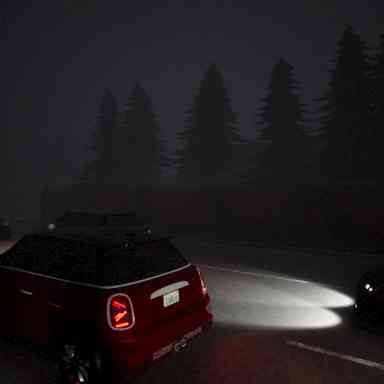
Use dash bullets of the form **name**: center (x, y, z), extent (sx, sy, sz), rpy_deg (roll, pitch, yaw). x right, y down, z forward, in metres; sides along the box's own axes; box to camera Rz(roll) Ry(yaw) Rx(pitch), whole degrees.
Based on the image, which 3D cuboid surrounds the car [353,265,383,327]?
- **car**: center (4.726, 1.564, 4.917), extent (4.181, 1.385, 1.994), rpy_deg (0, 0, 36)

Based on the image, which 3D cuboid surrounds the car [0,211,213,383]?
- **car**: center (-1.989, 1.352, 5.404), extent (4.553, 1.767, 2.097), rpy_deg (0, 0, 35)

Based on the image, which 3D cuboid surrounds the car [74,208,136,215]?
- **car**: center (-3.408, 1.352, 10.716), extent (4.553, 1.767, 2.097), rpy_deg (0, 0, 35)
